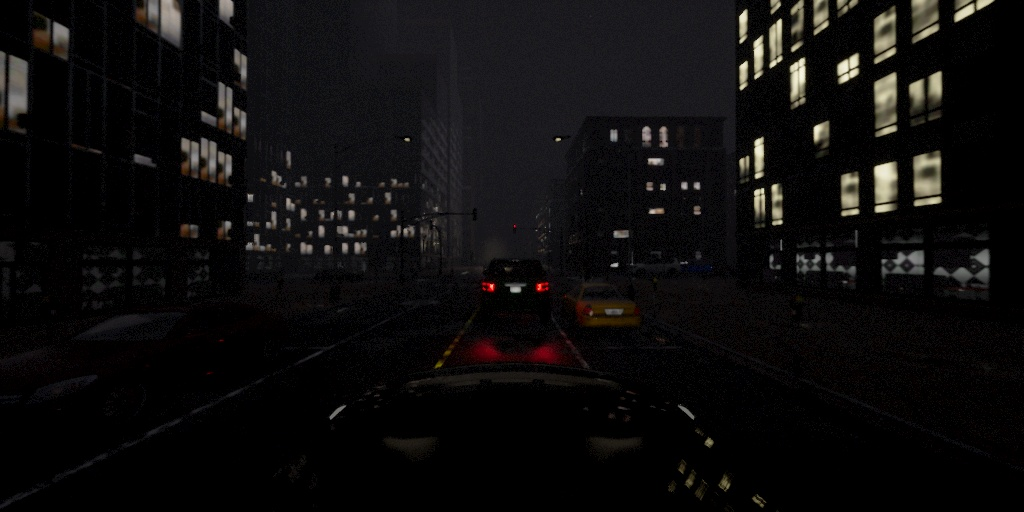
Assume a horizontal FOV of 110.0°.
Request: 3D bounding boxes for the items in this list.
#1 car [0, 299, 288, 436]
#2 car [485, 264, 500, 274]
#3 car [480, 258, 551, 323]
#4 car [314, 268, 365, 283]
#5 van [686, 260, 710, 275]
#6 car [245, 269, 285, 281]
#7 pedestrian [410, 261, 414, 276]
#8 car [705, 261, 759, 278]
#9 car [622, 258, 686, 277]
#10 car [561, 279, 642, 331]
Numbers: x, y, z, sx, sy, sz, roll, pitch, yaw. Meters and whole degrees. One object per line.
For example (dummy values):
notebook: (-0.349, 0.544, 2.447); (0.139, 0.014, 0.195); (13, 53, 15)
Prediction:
car: (-5.316, 1.381, 5.579); (1.802, 1.307, 4.207); (0, 0, 0)
car: (-2.881, 1.958, 53.772); (2.033, 1.411, 5.357); (0, -1, -2)
car: (0.096, 1.109, 12.879); (2.150, 2.045, 5.566); (0, -1, 0)
car: (-17.132, 1.916, 35.738); (4.674, 1.442, 1.812); (-1, -1, -1)
van: (20.971, 1.304, 41.579); (3.998, 1.789, 1.690); (0, 0, -1)
car: (-28.410, 2.145, 40.949); (4.403, 1.370, 2.007); (0, 0, -1)
pedestrian: (-12.358, 1.558, 44.153); (0.375, 1.860, 0.375); (0, 0, -1)
car: (21.081, 1.424, 33.699); (4.507, 1.381, 1.888); (0, 0, -1)
car: (15.426, 1.228, 39.066); (5.566, 2.045, 2.150); (-1, -1, -1)
car: (2.563, 1.394, 11.309); (1.751, 1.417, 4.829); (0, 0, 0)
